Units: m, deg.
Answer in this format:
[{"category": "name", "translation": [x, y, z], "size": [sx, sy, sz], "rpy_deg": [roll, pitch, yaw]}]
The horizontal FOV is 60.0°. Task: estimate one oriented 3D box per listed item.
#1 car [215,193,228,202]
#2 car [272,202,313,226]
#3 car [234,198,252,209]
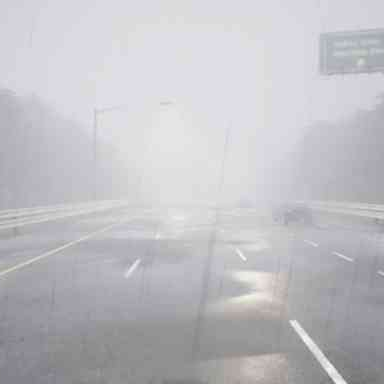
[{"category": "car", "translation": [7.054, 1.365, 76.362], "size": [2.097, 1.767, 4.553], "rpy_deg": [0, 0, 0]}, {"category": "car", "translation": [7.013, 1.503, 23.567], "size": [1.837, 1.490, 4.892], "rpy_deg": [0, 0, 0]}, {"category": "car", "translation": [7.026, 1.544, 46.284], "size": [2.033, 1.411, 5.357], "rpy_deg": [0, 0, 0]}]
